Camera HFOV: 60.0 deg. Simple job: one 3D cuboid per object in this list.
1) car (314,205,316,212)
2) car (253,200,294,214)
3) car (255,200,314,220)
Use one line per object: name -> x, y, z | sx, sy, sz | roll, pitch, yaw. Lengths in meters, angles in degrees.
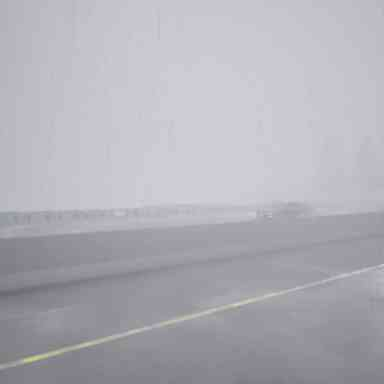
car -> 9.885, 1.551, 32.531 | 5.357, 1.411, 2.033 | 0, 0, -35
car -> 8.863, 1.569, 36.094 | 4.181, 1.385, 1.994 | 0, 0, -35
car -> 7.188, 1.509, 26.308 | 4.892, 1.490, 1.837 | 0, 0, -35
